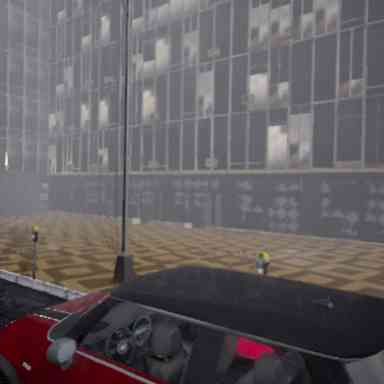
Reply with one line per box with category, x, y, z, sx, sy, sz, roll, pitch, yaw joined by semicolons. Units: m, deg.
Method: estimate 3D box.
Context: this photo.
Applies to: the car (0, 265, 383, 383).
car;-0.158;1.434;2.970;4.097;1.590;1.967;0;1;36
